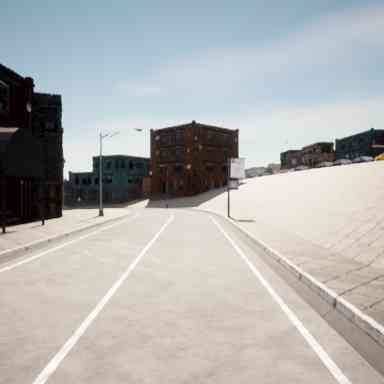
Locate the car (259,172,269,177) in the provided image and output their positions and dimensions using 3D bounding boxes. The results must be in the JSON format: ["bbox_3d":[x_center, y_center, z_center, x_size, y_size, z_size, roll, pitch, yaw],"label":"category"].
[{"bbox_3d":[20.894,-4.424,92.070,2.231,1.521,4.892,0,0,-1],"label":"car"}]

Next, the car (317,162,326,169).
[{"bbox_3d":[21.736,-4.032,53.433,2.231,1.521,4.892,0,1,-1],"label":"car"}]

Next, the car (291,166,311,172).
[{"bbox_3d":[21.498,-4.278,64.370,2.185,1.767,4.553,0,1,-1],"label":"car"}]

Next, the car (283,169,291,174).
[{"bbox_3d":[21.378,-4.171,69.863,2.002,1.452,4.674,0,1,-1],"label":"car"}]

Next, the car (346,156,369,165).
[{"bbox_3d":[22.098,-3.828,42.373,2.002,1.452,4.674,0,1,-2],"label":"car"}]

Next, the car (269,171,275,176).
[{"bbox_3d":[21.135,-4.452,81.055,2.185,1.767,4.553,0,1,-1],"label":"car"}]

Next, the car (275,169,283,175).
[{"bbox_3d":[21.255,-4.397,75.536,2.185,1.767,4.553,0,1,-1],"label":"car"}]

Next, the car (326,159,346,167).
[{"bbox_3d":[21.864,-3.959,47.915,2.231,1.521,4.892,0,1,-1],"label":"car"}]

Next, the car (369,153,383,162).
[{"bbox_3d":[22.450,-3.771,36.836,2.097,1.535,5.008,0,1,-4],"label":"car"}]
